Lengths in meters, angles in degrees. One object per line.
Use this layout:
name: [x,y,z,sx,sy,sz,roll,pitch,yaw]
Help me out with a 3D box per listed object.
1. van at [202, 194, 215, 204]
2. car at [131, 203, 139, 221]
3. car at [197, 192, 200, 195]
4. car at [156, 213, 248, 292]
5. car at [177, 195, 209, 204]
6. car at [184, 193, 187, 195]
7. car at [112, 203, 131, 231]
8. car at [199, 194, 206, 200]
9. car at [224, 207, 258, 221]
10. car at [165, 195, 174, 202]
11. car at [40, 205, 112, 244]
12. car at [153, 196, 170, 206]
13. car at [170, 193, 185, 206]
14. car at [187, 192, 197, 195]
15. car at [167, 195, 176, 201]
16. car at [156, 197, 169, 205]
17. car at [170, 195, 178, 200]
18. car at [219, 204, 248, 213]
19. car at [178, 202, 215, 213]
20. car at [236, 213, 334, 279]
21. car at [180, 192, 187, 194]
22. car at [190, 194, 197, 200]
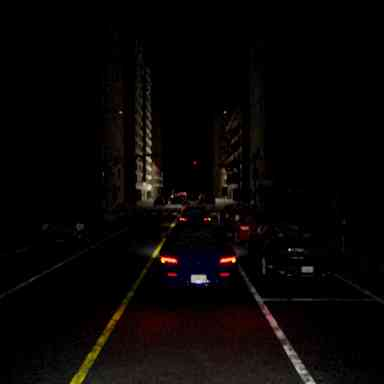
van: [2.837,1.324,53.477,1.690,1.788,3.998,0,0,0]
car: [-5.292,1.543,26.418,2.008,1.369,4.403,0,0,0]
car: [2.948,1.280,81.884,2.192,1.841,5.009,0,0,0]
car: [0.124,1.523,8.774,1.812,1.442,4.674,0,0,0]
car: [0.180,1.344,28.043,2.097,1.767,4.553,0,0,3]
car: [-2.481,1.515,71.297,2.033,1.411,5.357,0,0,0]
car: [-5.314,1.519,20.730,1.752,1.417,4.829,0,0,0]
car: [2.992,1.393,93.246,1.967,1.590,4.097,0,0,0]
car: [2.690,1.577,15.359,1.802,1.307,4.206,0,0,0]
car: [-5.100,1.496,76.057,1.752,1.417,4.829,0,0,0]
car: [-5.335,1.436,15.382,1.967,1.590,4.097,0,0,0]
car: [-5.188,1.533,53.500,2.008,1.369,4.403,0,0,0]
car: [-2.620,1.459,55.909,1.882,1.535,5.008,0,0,0]
car: [0.317,1.314,83.587,2.097,1.767,4.553,0,0,0]
car: [-5.077,1.531,81.909,1.947,1.339,4.313,0,0,0]
car: [-5.165,1.525,59.181,1.887,1.381,4.507,0,0,0]
car: [-5.033,1.519,93.272,1.947,1.339,4.313,0,0,0]
car: [2.712,1.434,20.878,1.967,1.590,4.097,0,0,0]
car: [0.169,1.520,18.774,1.812,1.442,4.674,0,0,0]
car: [2.669,1.548,9.840,2.008,1.369,4.403,0,0,0]
car: [-2.420,0.996,87.050,2.150,2.045,5.566,0,0,0]
car: [0.355,1.419,93.619,1.812,1.442,4.674,0,0,0]
